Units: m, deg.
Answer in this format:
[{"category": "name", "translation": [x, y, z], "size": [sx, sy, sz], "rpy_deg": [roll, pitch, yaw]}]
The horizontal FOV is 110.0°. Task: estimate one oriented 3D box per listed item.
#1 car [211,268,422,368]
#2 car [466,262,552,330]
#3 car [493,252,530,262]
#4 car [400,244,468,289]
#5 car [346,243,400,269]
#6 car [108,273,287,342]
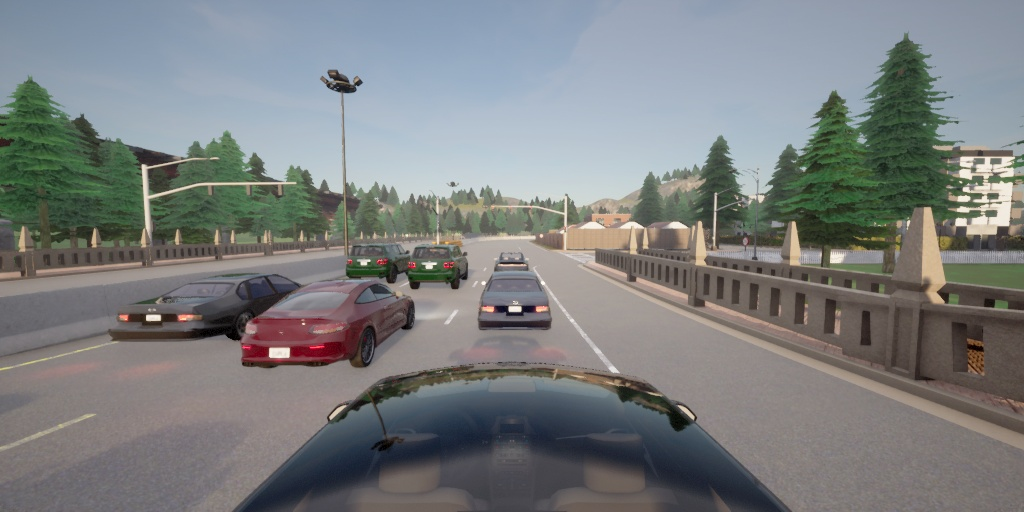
[{"category": "car", "translation": [-3.434, 1.193, 7.548], "size": [1.812, 1.442, 4.674], "rpy_deg": [0, 1, -1]}, {"category": "car", "translation": [0.048, 1.121, 10.419], "size": [2.033, 1.411, 5.357], "rpy_deg": [0, 2, 0]}, {"category": "car", "translation": [-0.024, 0.529, 20.115], "size": [2.128, 1.511, 4.902], "rpy_deg": [0, 3, 0]}, {"category": "car", "translation": [-3.507, 0.399, 17.799], "size": [2.150, 2.045, 5.566], "rpy_deg": [0, 4, 0]}, {"category": "car", "translation": [-7.021, 0.285, 19.624], "size": [2.150, 2.045, 5.566], "rpy_deg": [0, 4, 0]}, {"category": "car", "translation": [-6.946, 1.156, 9.436], "size": [2.033, 1.411, 5.357], "rpy_deg": [0, 2, 0]}]
